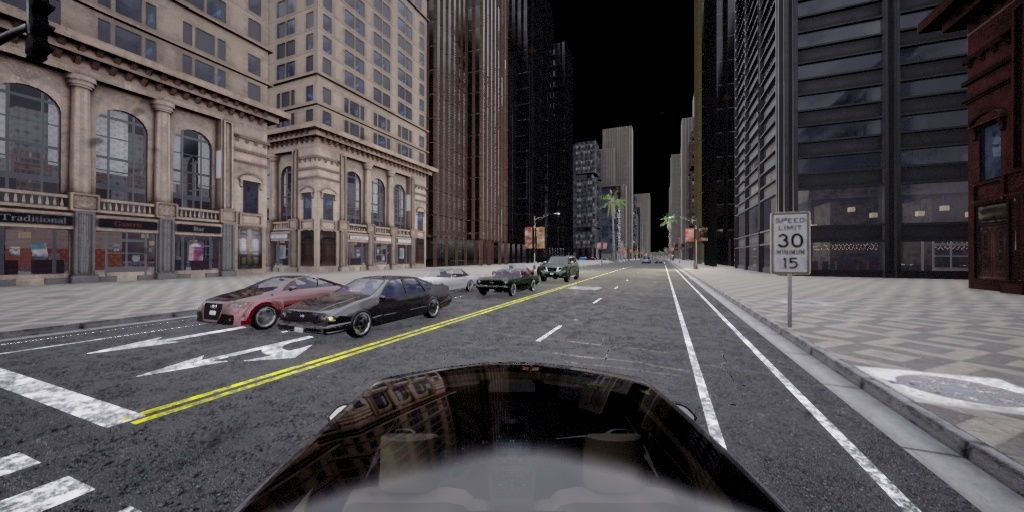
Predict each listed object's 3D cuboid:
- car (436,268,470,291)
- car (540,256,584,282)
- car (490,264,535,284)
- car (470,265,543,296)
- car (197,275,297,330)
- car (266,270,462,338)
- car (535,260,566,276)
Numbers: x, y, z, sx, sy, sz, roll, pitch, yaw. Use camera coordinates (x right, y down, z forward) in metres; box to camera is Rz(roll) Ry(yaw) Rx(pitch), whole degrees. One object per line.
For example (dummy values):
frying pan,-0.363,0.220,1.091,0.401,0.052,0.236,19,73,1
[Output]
car,-3.715,1.357,19.357,1.895,1.301,4.718,0,0,23
car,4.022,0.987,29.352,2.150,2.045,5.566,0,0,23
car,0.150,1.364,28.538,1.895,1.301,4.718,0,0,23
car,-0.130,1.358,19.494,1.895,1.301,4.718,0,0,23
car,-7.108,1.315,11.279,1.994,1.385,4.181,0,0,23
car,-3.849,1.299,10.655,2.033,1.411,5.357,0,0,23
car,4.143,1.251,37.930,1.882,1.535,5.008,0,0,23
